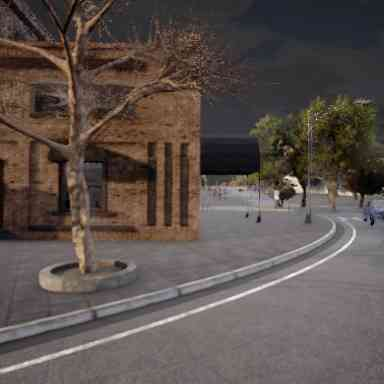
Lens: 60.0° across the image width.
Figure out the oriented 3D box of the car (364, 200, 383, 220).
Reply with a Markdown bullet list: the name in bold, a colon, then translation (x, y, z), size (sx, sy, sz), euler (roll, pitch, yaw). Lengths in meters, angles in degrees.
- **car**: translation (12.033, 1.175, 20.957), size (1.882, 1.535, 5.008), euler (0, 0, 21)
